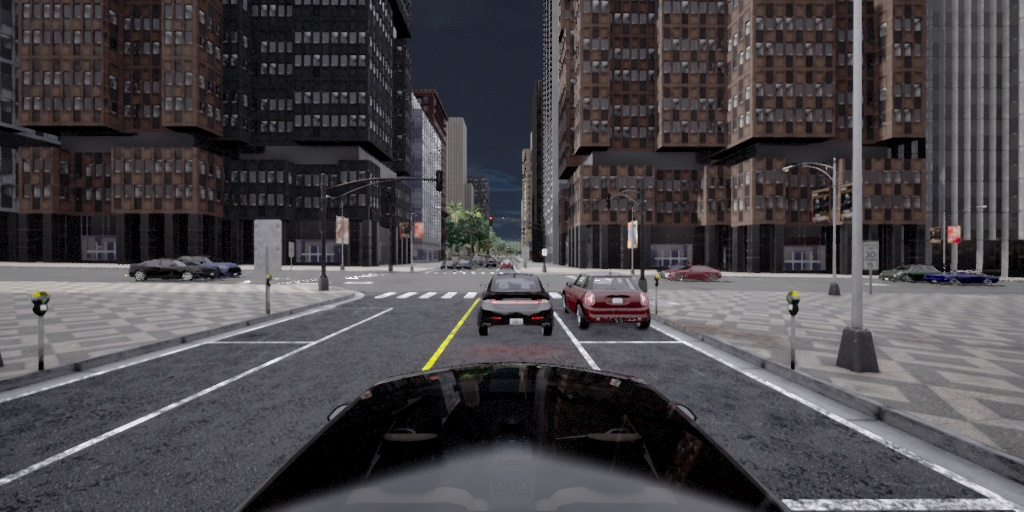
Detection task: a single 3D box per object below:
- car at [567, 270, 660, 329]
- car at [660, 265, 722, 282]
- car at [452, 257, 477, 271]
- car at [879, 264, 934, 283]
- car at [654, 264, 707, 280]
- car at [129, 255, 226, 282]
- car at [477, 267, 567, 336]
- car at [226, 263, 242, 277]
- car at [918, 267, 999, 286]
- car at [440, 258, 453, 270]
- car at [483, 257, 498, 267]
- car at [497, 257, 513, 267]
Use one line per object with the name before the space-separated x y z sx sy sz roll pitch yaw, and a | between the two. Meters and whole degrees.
car | 2.734 1.186 11.247 1.967 1.591 4.097 0 0 0
car | 15.830 1.518 31.392 4.674 1.442 1.812 1 0 0
car | -6.592 1.283 50.149 2.033 1.411 5.357 0 0 0
car | 38.639 1.672 34.823 4.553 1.767 2.097 1 0 0
car | 16.174 1.556 34.645 4.181 1.385 1.994 1 0 0
car | -22.883 0.930 24.349 5.008 1.535 1.882 1 0 -1
car | 0.076 1.238 10.360 2.128 1.511 4.902 0 0 -1
car | -23.551 0.790 27.593 4.553 1.767 2.097 1 0 0
car | 39.415 1.937 31.579 4.718 1.301 1.895 1 0 0
car | -9.287 1.306 52.549 1.948 1.339 4.313 0 0 -1
car | -3.520 1.264 62.692 1.837 1.490 4.892 0 0 -1
car | -0.762 1.180 52.628 1.967 1.591 4.097 0 0 -1
